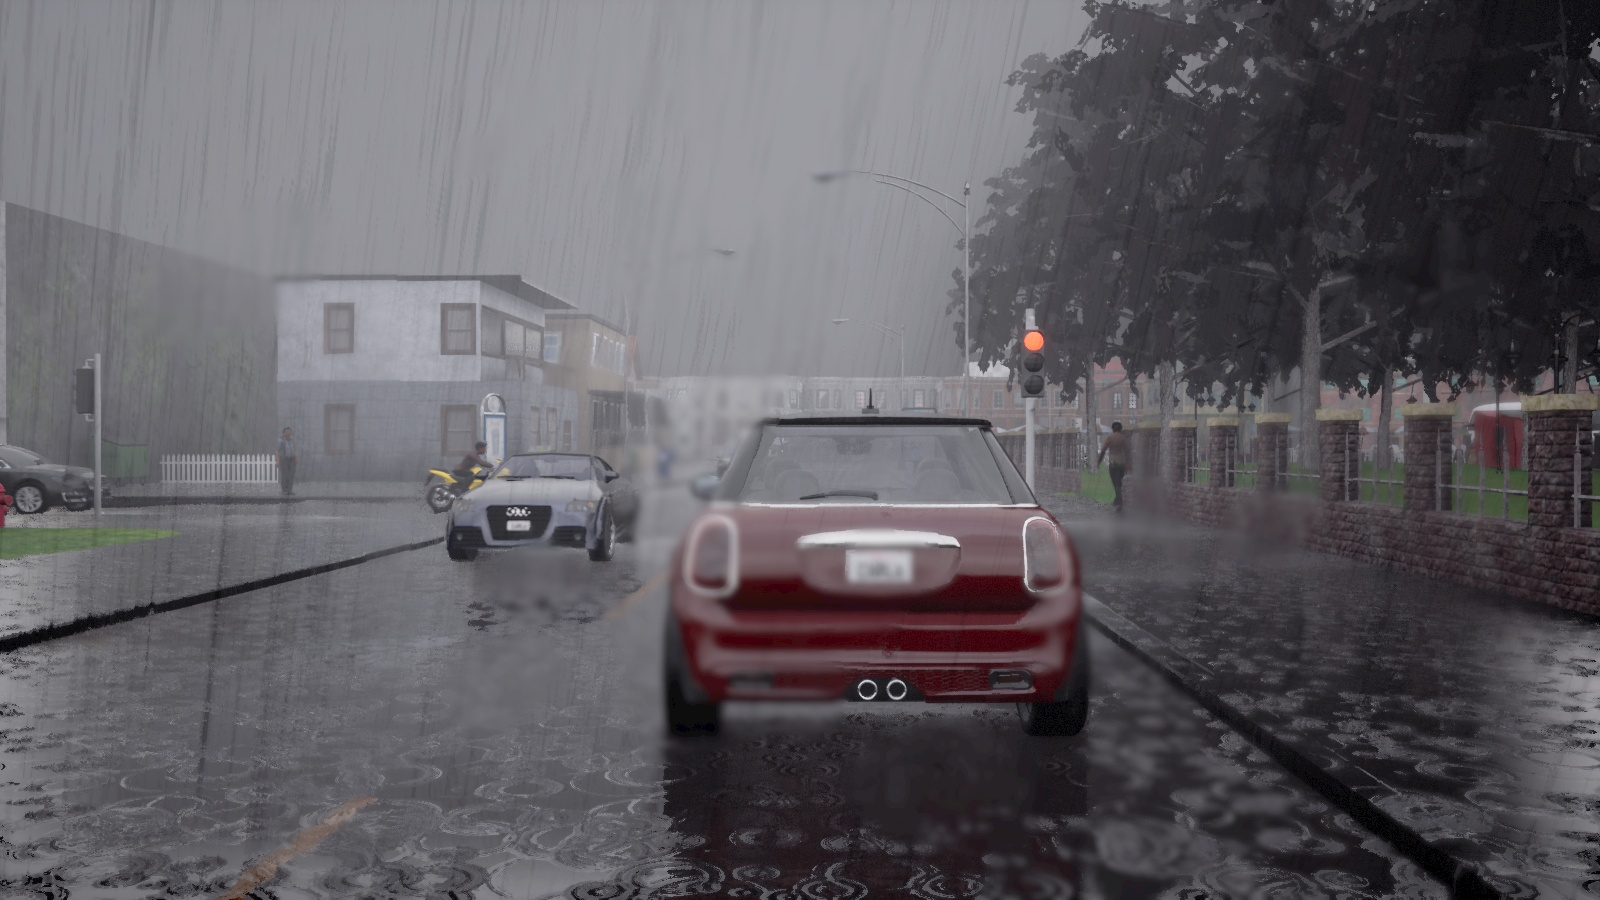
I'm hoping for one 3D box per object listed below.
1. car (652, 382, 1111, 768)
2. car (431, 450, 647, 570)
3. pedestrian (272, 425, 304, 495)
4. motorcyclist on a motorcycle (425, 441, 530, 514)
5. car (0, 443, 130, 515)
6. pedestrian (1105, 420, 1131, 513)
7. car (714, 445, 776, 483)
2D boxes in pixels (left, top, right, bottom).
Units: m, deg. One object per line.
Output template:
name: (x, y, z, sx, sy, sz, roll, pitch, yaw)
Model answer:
car: (0.361, 0.560, 8.016, 2.097, 1.767, 4.553, 0, 0, 0)
car: (-3.356, 0.712, 16.989, 1.994, 1.385, 4.181, 0, 0, 1)
pedestrian: (-13.722, 0.255, 33.651, 0.694, 1.848, 0.540, 0, 0, 43)
motorcyclist on a motorcycle: (-6.809, 0.573, 26.602, 2.044, 1.523, 0.797, 0, -1, -4)
car: (-17.226, 0.586, 26.795, 4.892, 1.490, 1.837, 0, 0, 2)
pedestrian: (6.288, 0.321, 24.830, 0.328, 1.805, 0.869, 0, 0, 2)
car: (-2.120, 0.509, 50.148, 2.033, 1.411, 5.357, 0, 0, 2)
